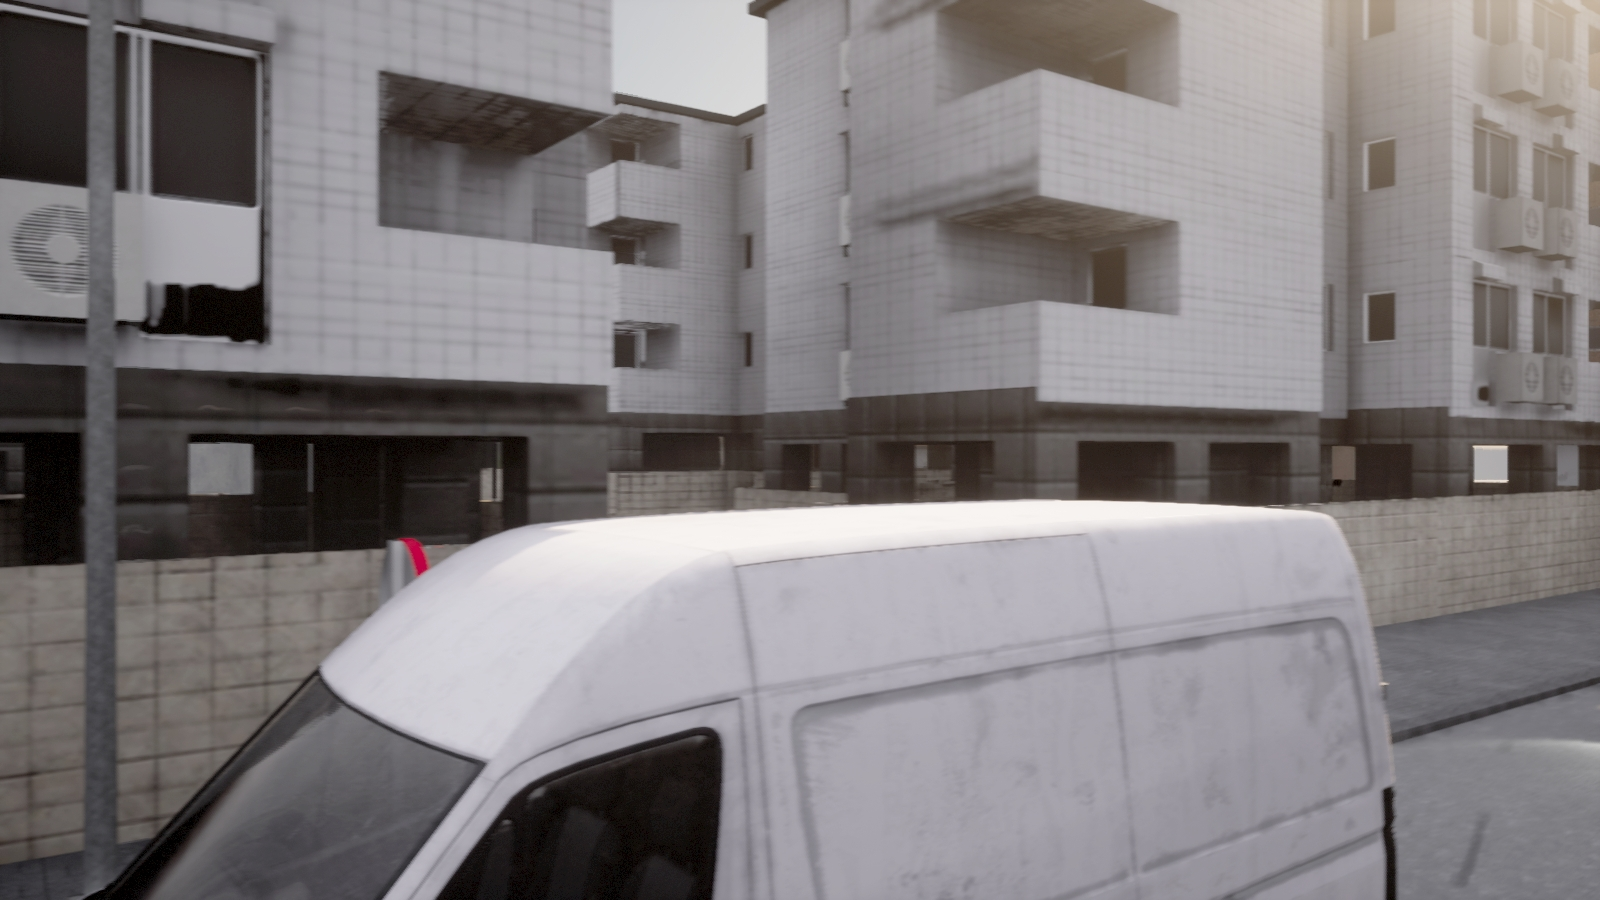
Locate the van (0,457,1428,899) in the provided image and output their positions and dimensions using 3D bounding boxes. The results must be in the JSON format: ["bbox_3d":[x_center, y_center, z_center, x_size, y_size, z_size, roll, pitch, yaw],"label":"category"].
[{"bbox_3d":[-0.176,1.317,4.187,5.915,2.561,1.988,0,0,-36],"label":"van"}]
